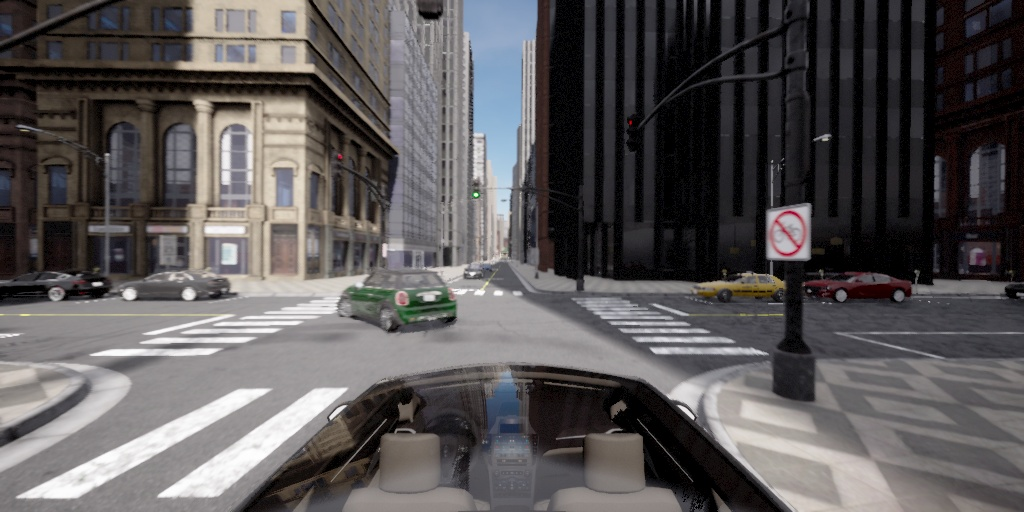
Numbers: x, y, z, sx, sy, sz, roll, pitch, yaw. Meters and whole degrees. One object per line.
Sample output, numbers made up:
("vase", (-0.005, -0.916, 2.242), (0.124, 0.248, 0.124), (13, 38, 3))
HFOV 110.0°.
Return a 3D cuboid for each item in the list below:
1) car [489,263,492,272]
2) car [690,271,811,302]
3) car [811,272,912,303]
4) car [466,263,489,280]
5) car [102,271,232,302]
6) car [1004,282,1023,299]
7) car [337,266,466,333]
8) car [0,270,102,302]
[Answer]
("car", (-4.183, 1.881, 59.039), (2.033, 1.411, 5.357), (0, -1, -1))
("car", (11.245, 1.423, 17.376), (4.829, 1.417, 1.751), (0, 0, -1))
("car", (16.714, 1.467, 17.503), (4.507, 1.381, 1.888), (0, 0, -1))
("car", (-3.820, 1.590, 36.731), (2.128, 1.511, 4.902), (0, -1, -1))
("car", (-15.667, 1.342, 16.751), (4.403, 1.370, 2.007), (0, 0, -1))
("car", (27.311, 1.541, 17.749), (4.313, 1.339, 1.948), (0, 0, -1))
("car", (-3.777, 1.186, 11.492), (2.097, 1.767, 4.553), (0, 0, -44))
("car", (-21.335, 1.339, 16.619), (4.313, 1.339, 1.948), (0, 0, -1))
